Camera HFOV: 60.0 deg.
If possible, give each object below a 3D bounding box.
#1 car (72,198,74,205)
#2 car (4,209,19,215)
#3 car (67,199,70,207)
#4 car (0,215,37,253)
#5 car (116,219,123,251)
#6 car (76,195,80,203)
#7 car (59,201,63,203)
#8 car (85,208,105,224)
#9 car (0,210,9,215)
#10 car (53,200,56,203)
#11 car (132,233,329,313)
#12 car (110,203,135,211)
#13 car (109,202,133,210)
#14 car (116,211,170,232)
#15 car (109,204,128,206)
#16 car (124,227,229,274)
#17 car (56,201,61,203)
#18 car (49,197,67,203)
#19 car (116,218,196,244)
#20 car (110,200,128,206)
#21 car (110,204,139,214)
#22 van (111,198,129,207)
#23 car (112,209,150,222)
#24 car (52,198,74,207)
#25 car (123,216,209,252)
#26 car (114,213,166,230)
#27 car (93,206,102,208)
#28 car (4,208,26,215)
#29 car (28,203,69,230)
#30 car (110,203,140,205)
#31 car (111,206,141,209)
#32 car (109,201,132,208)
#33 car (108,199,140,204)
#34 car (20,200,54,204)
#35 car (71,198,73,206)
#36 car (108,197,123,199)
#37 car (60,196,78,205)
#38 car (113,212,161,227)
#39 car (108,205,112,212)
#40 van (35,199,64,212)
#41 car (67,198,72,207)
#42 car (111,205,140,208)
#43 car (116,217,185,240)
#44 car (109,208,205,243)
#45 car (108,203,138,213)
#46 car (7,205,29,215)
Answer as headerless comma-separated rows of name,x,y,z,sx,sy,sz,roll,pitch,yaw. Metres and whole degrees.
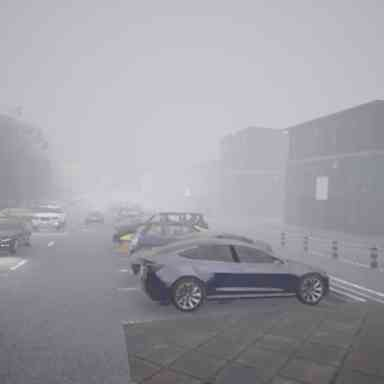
car,-28.914,2.603,72.585,4.792,1.488,2.163,2,0,-14
car,-17.118,2.343,26.576,5.008,1.535,2.097,2,-2,-14
car,-26.823,2.637,64.498,4.674,1.452,2.002,2,0,-14
car,-9.553,2.166,16.941,1.837,1.490,4.892,2,-3,-14
car,-1.032,2.301,16.488,5.008,1.535,2.097,2,-3,-14
car,-32.296,2.405,86.093,4.553,1.767,2.185,2,0,-14
car,-24.242,2.614,53.659,5.366,1.575,1.946,2,0,-14
car,-11.193,2.899,38.212,1.994,1.385,4.181,2,-2,-14
car,-16.425,2.269,23.874,5.008,1.535,2.097,2,-2,-14
car,-22.680,2.504,48.182,4.553,1.767,2.185,2,-1,-14
car,1.067,1.944,8.415,4.792,1.488,2.163,2,-3,-14
car,-14.167,3.023,67.765,4.892,1.521,2.231,2,0,-14
car,-15.544,3.007,73.159,5.008,1.535,2.097,2,0,-14
car,-4.468,2.649,29.997,4.553,1.767,2.185,2,-2,-14
car,-9.334,3.050,48.885,5.008,1.535,2.097,2,-1,-14
car,0.317,2.074,11.093,4.792,1.488,2.163,2,-3,-14
car,-23.338,2.629,50.889,5.008,1.535,2.097,2,0,-14
car,-24.716,2.366,56.412,5.566,2.045,2.435,2,0,-14
car,-2.419,2.523,21.892,4.892,1.521,2.231,2,-2,-14
car,-19.643,2.985,89.349,4.792,1.488,2.163,2,0,-14
car,-12.090,3.041,59.678,5.008,1.535,2.097,2,0,-14
van,-18.845,2.743,86.614,4.442,1.987,1.878,2,0,-14
car,-7.961,3.053,43.478,4.674,1.452,2.002,2,-1,-14
car,-30.230,2.433,77.999,4.553,1.767,2.185,2,0,-14
car,-0.374,2.050,13.796,4.553,1.767,2.185,2,-3,-14
car,-5.166,2.869,32.692,4.792,1.488,2.163,2,-2,-14
car,-14.437,2.923,50.915,1.812,1.442,4.674,2,1,-15
car,-17.841,2.413,29.401,4.892,1.521,2.231,2,-2,-14
car,-13.039,2.315,30.633,2.150,2.045,5.566,2,-2,-14
car,-10.717,3.094,54.283,4.674,1.452,2.002,2,0,-14
car,-6.603,2.817,38.080,4.553,1.767,2.185,2,-1,-14
car,-17.425,2.986,81.297,5.366,1.575,1.946,2,0,-14
car,-11.426,2.796,56.974,5.566,2.045,2.435,2,0,-14
car,-21.292,2.357,42.777,5.566,2.045,2.435,2,-1,-14
car,-28.204,2.583,69.894,4.892,1.521,2.231,2,0,-14
car,-18.259,2.849,83.956,4.553,1.767,2.185,2,0,-14
car,-29.540,2.317,75.301,5.566,2.045,2.435,2,0,-14
car,-5.914,2.924,35.377,4.792,1.488,2.163,2,-1,-14
car,-8.642,3.035,46.183,5.008,1.535,2.097,2,-1,-14
van,-25.321,2.388,59.132,4.442,1.987,1.878,2,0,-14
car,-27.513,2.590,67.196,5.008,1.535,2.097,2,0,-14
car,-7.293,2.856,40.773,4.553,1.767,2.185,2,-1,-14
car,-3.088,2.648,24.587,4.792,1.488,2.163,2,-2,-14
car,-1.754,2.164,19.195,5.566,2.045,2.435,2,-3,-14
car,-12.963,3.026,62.327,5.366,1.575,1.946,2,0,-14
car,-19.710,2.558,37.422,5.366,1.575,1.946,2,-1,-14
